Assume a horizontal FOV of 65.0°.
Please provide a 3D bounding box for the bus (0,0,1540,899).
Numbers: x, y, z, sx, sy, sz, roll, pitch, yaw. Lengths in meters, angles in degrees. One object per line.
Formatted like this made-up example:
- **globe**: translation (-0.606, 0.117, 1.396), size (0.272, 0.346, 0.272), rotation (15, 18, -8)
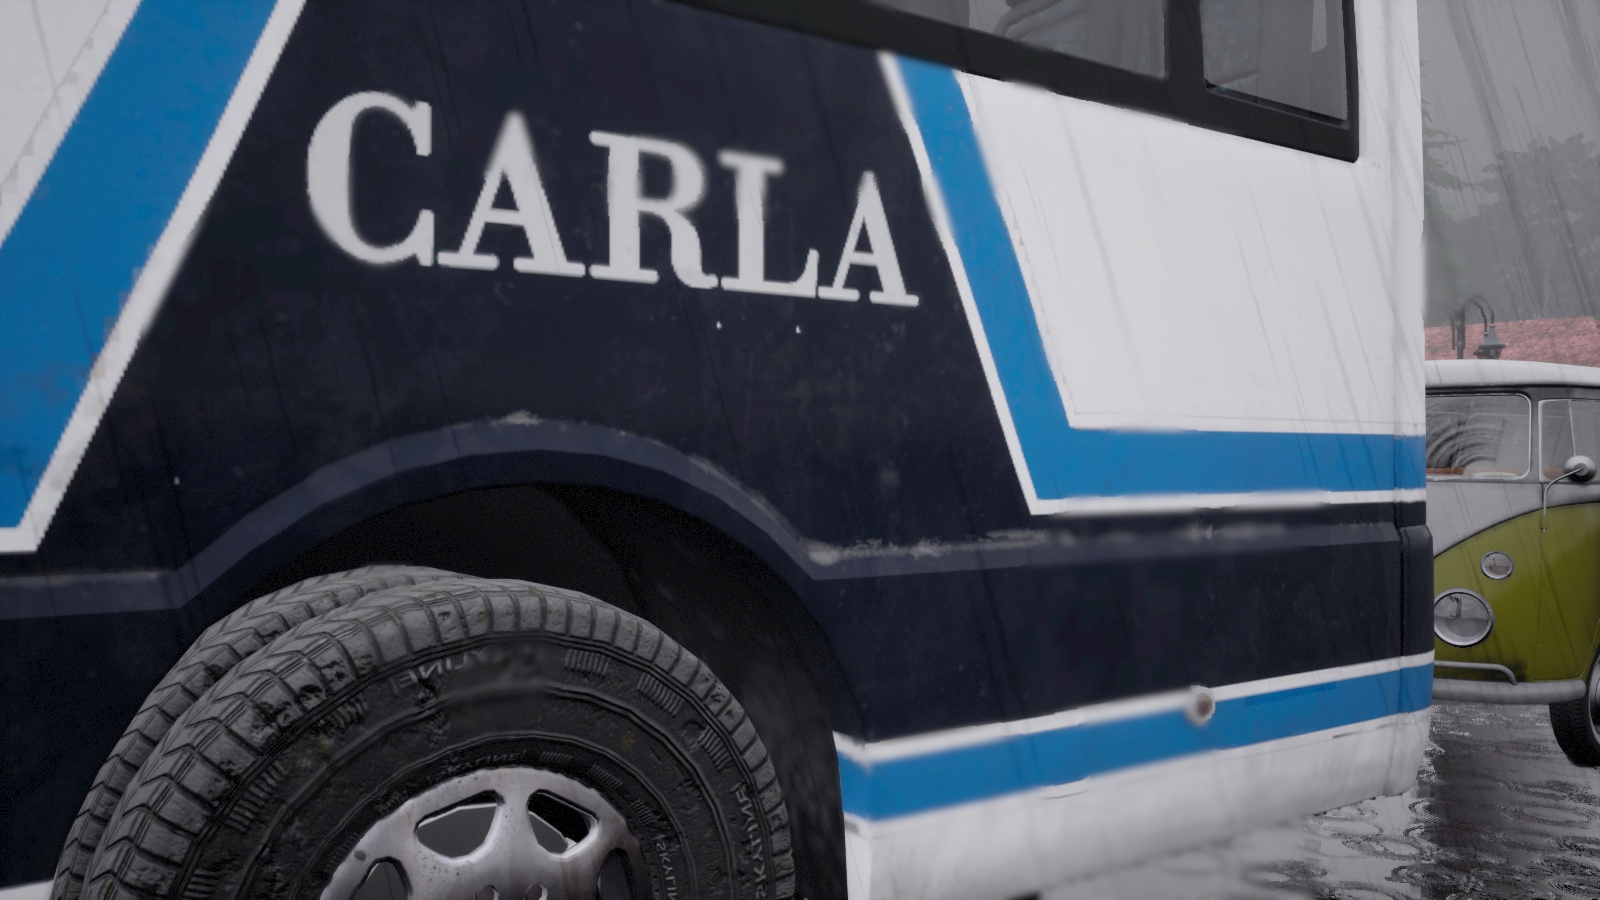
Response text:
- **bus**: translation (-3.492, -0.620, 1.849), size (10.273, 4.253, 3.944), rotation (0, 0, -35)

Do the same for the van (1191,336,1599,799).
- **van**: translation (4.460, 0.506, 7.382), size (4.442, 1.987, 1.775), rotation (0, 0, -35)
